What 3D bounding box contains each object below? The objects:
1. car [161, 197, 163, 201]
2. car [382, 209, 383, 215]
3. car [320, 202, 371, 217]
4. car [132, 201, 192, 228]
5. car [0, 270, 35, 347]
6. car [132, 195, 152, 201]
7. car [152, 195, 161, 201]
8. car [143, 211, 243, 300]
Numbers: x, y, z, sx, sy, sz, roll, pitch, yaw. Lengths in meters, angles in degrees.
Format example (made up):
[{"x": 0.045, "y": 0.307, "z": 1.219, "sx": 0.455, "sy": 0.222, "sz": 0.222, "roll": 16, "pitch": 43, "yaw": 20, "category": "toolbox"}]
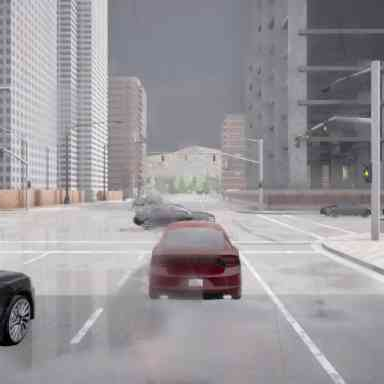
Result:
[{"x": -6.886, "y": 1.547, "z": 67.061, "sx": 2.033, "sy": 1.411, "sz": 5.357, "roll": 0, "pitch": 0, "yaw": 1, "category": "car"}, {"x": 18.473, "y": 1.221, "z": 26.747, "sx": 5.566, "sy": 2.045, "sz": 2.150, "roll": 0, "pitch": 0, "yaw": 0, "category": "car"}, {"x": 13.922, "y": 1.564, "z": 30.275, "sx": 4.181, "sy": 1.385, "sz": 1.994, "roll": 0, "pitch": 0, "yaw": 0, "category": "car"}, {"x": -1.043, "y": 1.491, "z": 19.660, "sx": 4.902, "sy": 1.511, "sz": 2.128, "roll": 0, "pitch": 0, "yaw": 0, "category": "car"}, {"x": -3.449, "y": 1.492, "z": 3.442, "sx": 2.128, "sy": 1.511, "sz": 4.902, "roll": 0, "pitch": 0, "yaw": 0, "category": "car"}, {"x": -7.248, "y": 1.505, "z": 46.959, "sx": 1.837, "sy": 1.490, "sz": 4.892, "roll": 0, "pitch": 0, "yaw": 1, "category": "car"}, {"x": -7.094, "y": 1.352, "z": 56.792, "sx": 2.097, "sy": 1.767, "sz": 4.553, "roll": 0, "pitch": 0, "yaw": 1, "category": "car"}, {"x": 0.064, "y": 1.478, "z": 8.447, "sx": 1.882, "sy": 1.535, "sz": 5.008, "roll": 0, "pitch": 0, "yaw": 0, "category": "car"}]
